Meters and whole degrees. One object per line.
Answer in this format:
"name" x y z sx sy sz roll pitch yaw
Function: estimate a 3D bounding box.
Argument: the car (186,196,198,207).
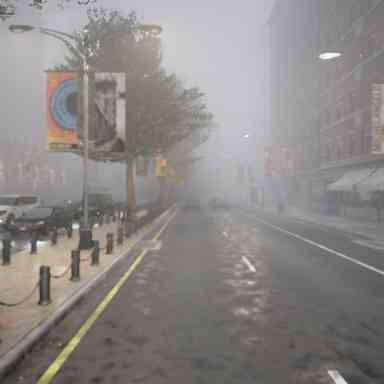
"car" -0.003 1.390 50.307 1.837 1.490 4.892 0 0 0

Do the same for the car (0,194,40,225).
"car" -11.501 1.173 20.989 2.150 2.045 5.566 0 0 0

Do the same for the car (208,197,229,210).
"car" 3.498 1.453 41.306 2.033 1.411 5.357 0 0 0

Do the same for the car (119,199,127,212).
"car" -8.002 1.478 37.618 1.994 1.385 4.181 0 0 0

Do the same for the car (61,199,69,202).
"car" -11.502 1.420 31.428 2.128 1.511 4.902 0 0 0

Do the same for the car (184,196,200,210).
"car" -0.002 1.454 40.844 2.033 1.411 5.357 0 0 0

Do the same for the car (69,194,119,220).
"car" -8.002 1.158 27.802 2.150 2.045 5.566 0 0 0

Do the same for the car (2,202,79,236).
"car" -8.025 1.484 18.186 1.812 1.442 4.674 0 0 1

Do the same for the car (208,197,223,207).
"car" 3.497 1.449 50.307 1.994 1.385 4.181 0 0 0
